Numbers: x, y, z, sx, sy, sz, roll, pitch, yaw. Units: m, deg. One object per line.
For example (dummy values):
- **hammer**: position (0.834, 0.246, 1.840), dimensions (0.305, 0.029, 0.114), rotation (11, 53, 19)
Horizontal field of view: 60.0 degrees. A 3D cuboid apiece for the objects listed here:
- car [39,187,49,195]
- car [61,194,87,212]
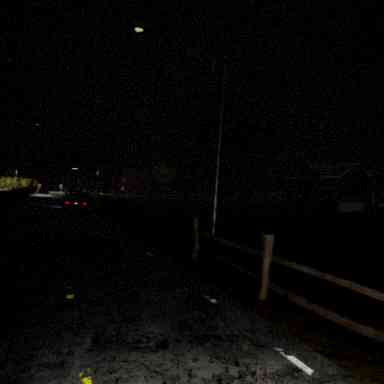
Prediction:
- **car**: position (-29.302, -0.214, 65.890), dimensions (1.895, 1.301, 4.718), rotation (4, -1, -23)
- **car**: position (-9.818, 0.844, 27.677), dimensions (2.033, 1.411, 5.357), rotation (4, 0, -23)
